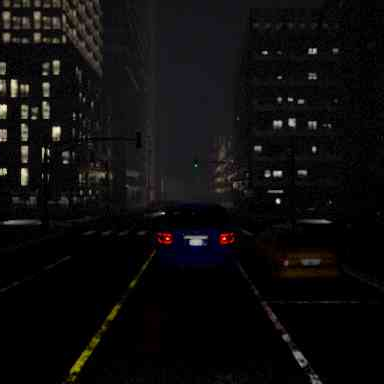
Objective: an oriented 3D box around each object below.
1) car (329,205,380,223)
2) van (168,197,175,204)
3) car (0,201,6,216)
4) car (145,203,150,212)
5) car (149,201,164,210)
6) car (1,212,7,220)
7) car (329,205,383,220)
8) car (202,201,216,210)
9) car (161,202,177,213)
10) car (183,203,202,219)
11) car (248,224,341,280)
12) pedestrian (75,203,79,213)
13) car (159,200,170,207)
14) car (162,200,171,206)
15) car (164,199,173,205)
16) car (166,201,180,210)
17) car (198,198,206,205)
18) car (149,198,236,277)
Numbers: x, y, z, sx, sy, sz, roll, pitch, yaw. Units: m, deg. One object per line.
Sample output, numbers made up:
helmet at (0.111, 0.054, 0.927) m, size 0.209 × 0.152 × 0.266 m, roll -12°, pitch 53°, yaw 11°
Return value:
car at (14.864, 2.023, 30.552) m, size 4.181 × 1.385 × 1.994 m, roll 0°, pitch 0°, yaw 1°
van at (-5.760, 2.406, 93.162) m, size 1.690 × 1.788 × 3.998 m, roll -1°, pitch -1°, yaw 0°
car at (-21.680, 1.668, 33.596) m, size 4.829 × 1.417 × 1.752 m, roll 0°, pitch 0°, yaw 1°
car at (-5.730, 2.070, 47.756) m, size 1.752 × 1.417 × 4.829 m, roll -1°, pitch -1°, yaw 0°
car at (-5.733, 2.177, 53.579) m, size 1.947 × 1.339 × 4.313 m, roll -1°, pitch -1°, yaw 0°
car at (-17.831, 1.768, 27.783) m, size 4.181 × 1.385 × 1.994 m, roll 0°, pitch 0°, yaw 1°
car at (16.295, 2.008, 33.117) m, size 4.403 × 1.369 × 2.008 m, roll 0°, pitch 0°, yaw 1°
car at (2.647, 2.161, 53.585) m, size 2.008 × 1.369 × 4.403 m, roll -1°, pitch -1°, yaw 0°
car at (-3.118, 2.088, 46.052) m, size 1.994 × 1.385 × 4.181 m, roll 0°, pitch -1°, yaw 0°
car at (0.081, 1.915, 34.213) m, size 1.812 × 1.442 × 4.674 m, roll 0°, pitch -1°, yaw 0°
car at (2.802, 1.641, 10.148) m, size 1.752 × 1.417 × 4.829 m, roll -1°, pitch -1°, yaw 0°
pedestrian at (-12.569, 1.725, 36.448) m, size 0.500 × 1.100 × 0.500 m, roll 0°, pitch 0°, yaw 1°
car at (-5.743, 2.350, 70.542) m, size 1.887 × 1.381 × 4.507 m, roll -1°, pitch -1°, yaw 0°
car at (-5.746, 2.452, 76.196) m, size 1.802 × 1.307 × 4.206 m, roll -1°, pitch -1°, yaw 0°
car at (-5.750, 2.480, 81.850) m, size 1.887 × 1.381 × 4.507 m, roll -1°, pitch -1°, yaw 0°
car at (-3.094, 2.179, 55.425) m, size 2.033 × 1.411 × 5.357 m, roll 0°, pitch -1°, yaw 0°
car at (2.625, 2.440, 87.512) m, size 1.967 × 1.590 × 4.097 m, roll -1°, pitch -1°, yaw 0°
car at (0.098, 1.346, 10.821) m, size 2.150 × 2.045 × 5.566 m, roll 0°, pitch -1°, yaw 0°
